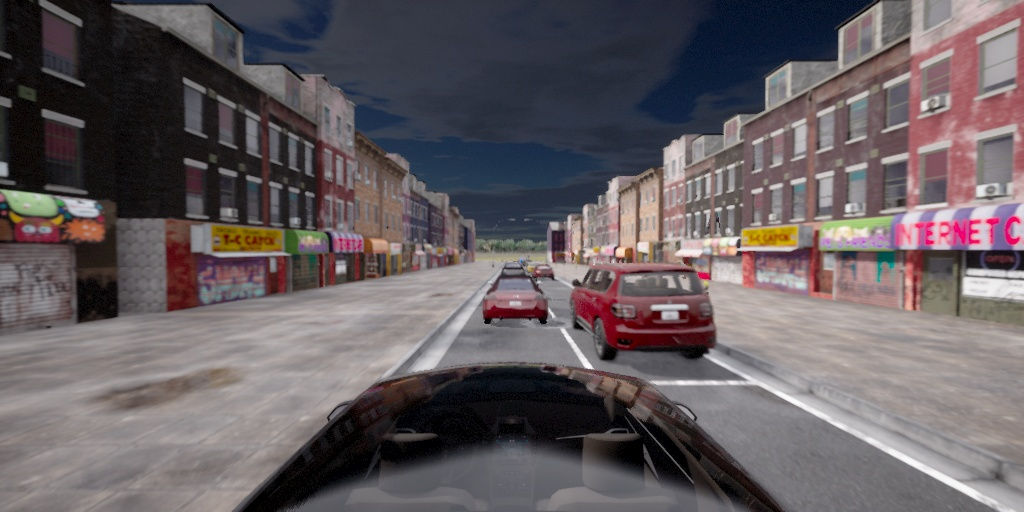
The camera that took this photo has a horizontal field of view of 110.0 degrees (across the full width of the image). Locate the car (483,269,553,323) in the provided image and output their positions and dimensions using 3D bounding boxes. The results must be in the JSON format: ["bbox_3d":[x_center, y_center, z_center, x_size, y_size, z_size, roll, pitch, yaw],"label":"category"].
[{"bbox_3d":[0.100,1.315,12.187,1.994,1.385,4.181,0,0,0],"label":"car"}]

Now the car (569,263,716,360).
[{"bbox_3d":[2.636,1.065,8.313,2.192,1.841,5.009,0,0,0],"label":"car"}]

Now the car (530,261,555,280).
[{"bbox_3d":[2.635,1.335,30.443,1.802,1.307,4.207,0,0,0],"label":"car"}]

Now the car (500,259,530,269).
[{"bbox_3d":[0.099,1.244,28.650,2.128,1.511,4.902,0,0,0],"label":"car"}]

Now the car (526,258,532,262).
[{"bbox_3d":[2.635,1.281,41.677,1.751,1.417,4.829,0,0,0],"label":"car"}]

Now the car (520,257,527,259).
[{"bbox_3d":[2.634,1.326,58.105,1.948,1.339,4.313,0,0,0],"label":"car"}]

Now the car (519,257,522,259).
[{"bbox_3d":[2.634,1.328,63.637,1.948,1.339,4.313,0,0,0],"label":"car"}]
